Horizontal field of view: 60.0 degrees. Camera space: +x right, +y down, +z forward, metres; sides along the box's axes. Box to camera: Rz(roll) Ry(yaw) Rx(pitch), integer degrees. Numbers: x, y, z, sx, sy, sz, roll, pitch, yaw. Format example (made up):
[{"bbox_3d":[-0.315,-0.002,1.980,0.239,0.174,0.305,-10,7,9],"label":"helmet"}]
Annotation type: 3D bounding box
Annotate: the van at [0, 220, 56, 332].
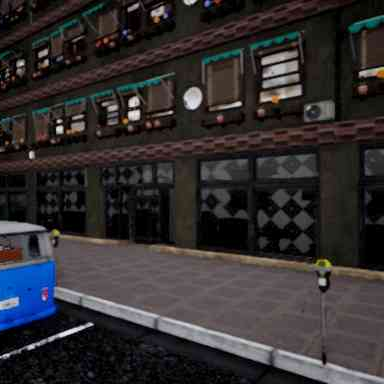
[{"bbox_3d":[-4.103,1.356,5.808,3.998,1.788,1.690,0,0,35],"label":"van"}]
